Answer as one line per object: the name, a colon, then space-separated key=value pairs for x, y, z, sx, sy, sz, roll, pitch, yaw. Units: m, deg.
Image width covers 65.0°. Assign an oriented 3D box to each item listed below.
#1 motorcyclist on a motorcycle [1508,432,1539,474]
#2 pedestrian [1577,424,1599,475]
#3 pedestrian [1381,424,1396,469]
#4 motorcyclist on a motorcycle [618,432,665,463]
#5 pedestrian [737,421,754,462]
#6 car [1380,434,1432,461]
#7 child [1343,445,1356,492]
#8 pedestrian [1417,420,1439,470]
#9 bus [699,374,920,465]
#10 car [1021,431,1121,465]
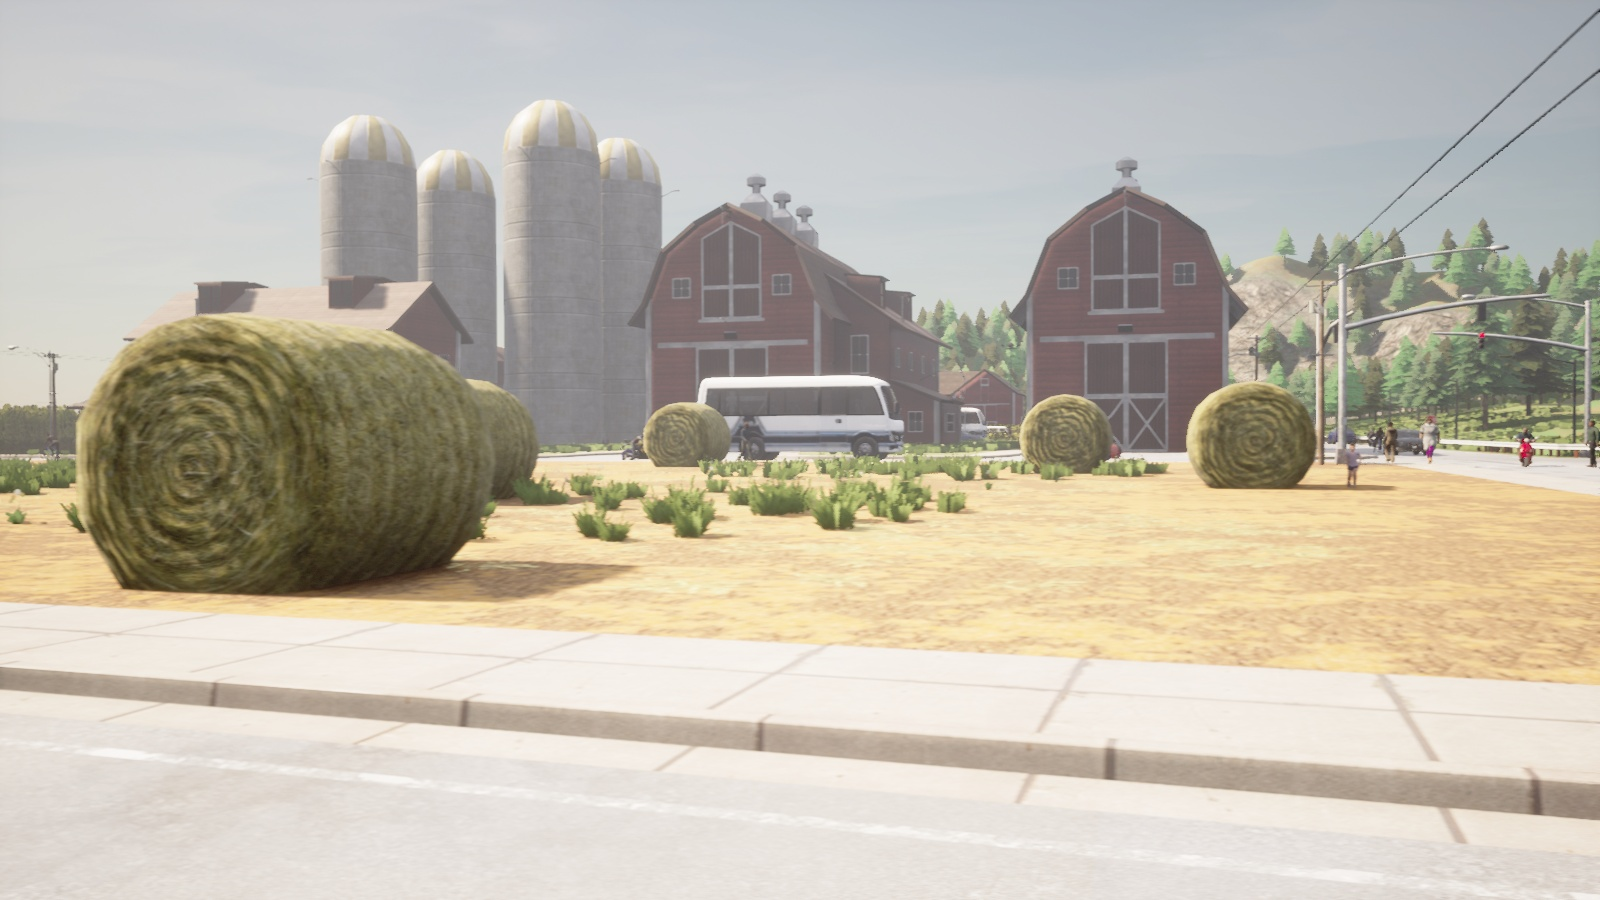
motorcyclist on a motorcycle: x=28.778 y=0.097 z=49.963 sx=0.866 sy=1.590 sz=1.817 roll=2 pitch=2 yaw=25
pedestrian: x=30.613 y=-0.029 z=48.613 sx=0.788 sy=1.949 sz=0.423 roll=0 pitch=1 yaw=13
pedestrian: x=25.346 y=-0.144 z=54.080 sx=0.396 sy=1.930 sz=0.692 roll=0 pitch=1 yaw=7
motorcyclist on a motorcycle: x=-8.144 y=-0.156 z=64.478 sx=2.191 sy=1.530 sz=0.866 roll=1 pitch=1 yaw=15
pedestrian: x=-2.411 y=-0.384 z=55.712 sx=0.370 sy=1.835 sz=0.726 roll=-1 pitch=1 yaw=-40
car: x=34.739 y=-0.173 z=72.101 sx=1.837 sy=1.490 sz=4.892 roll=0 pitch=1 yaw=16
child: x=13.149 y=0.441 z=30.050 sx=0.255 sy=1.110 sz=0.394 roll=1 pitch=1 yaw=26
pedestrian: x=24.837 y=-0.206 z=49.647 sx=0.659 sy=1.952 sz=0.873 roll=1 pitch=1 yaw=32
bus: x=0.528 y=-1.502 z=62.175 sx=10.273 sy=4.253 sz=3.944 roll=0 pitch=1 yaw=15
car: x=12.756 y=-0.106 z=58.970 sx=4.514 sy=1.525 sz=2.007 roll=0 pitch=1 yaw=15
